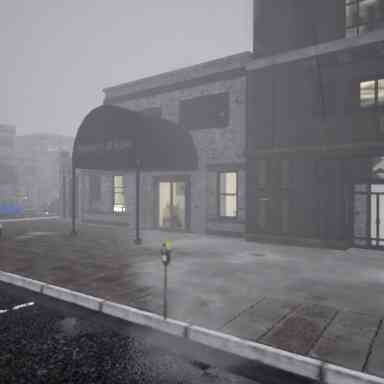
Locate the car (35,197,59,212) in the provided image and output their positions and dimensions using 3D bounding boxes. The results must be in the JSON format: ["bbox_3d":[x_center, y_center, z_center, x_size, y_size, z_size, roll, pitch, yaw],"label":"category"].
[{"bbox_3d":[-16.421,1.435,41.201,2.097,1.767,4.553,0,0,35],"label":"car"}]

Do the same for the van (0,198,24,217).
[{"bbox_3d":[-17.307,1.434,29.827,1.690,1.788,3.998,0,0,35],"label":"van"}]
